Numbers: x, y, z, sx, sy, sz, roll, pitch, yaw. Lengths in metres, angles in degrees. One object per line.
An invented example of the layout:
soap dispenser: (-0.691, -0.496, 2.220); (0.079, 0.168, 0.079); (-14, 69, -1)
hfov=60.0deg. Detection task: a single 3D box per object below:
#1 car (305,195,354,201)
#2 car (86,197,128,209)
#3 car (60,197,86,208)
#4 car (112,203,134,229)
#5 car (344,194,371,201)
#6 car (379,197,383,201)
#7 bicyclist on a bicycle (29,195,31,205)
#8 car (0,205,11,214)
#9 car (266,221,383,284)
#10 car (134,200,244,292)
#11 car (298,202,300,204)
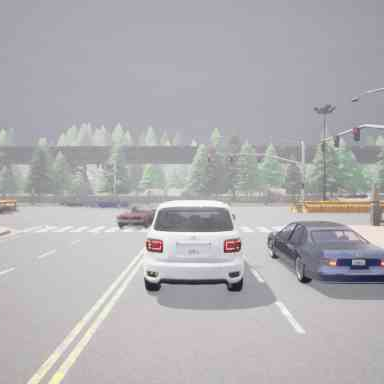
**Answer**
car: (16.647, 1.491, 40.834); (4.902, 1.511, 2.128); (0, 0, 0)
car: (-11.008, 1.477, 44.472); (5.008, 1.535, 1.882); (0, 0, 0)
car: (-16.521, 1.492, 47.999); (4.902, 1.511, 2.128); (0, 0, 0)
car: (-3.413, 1.601, 21.756); (1.895, 1.301, 4.718); (0, 0, 6)
car: (21.087, 1.221, 44.313); (5.566, 2.045, 2.150); (0, 0, 0)
car: (27.802, 1.504, 47.786); (4.892, 1.490, 1.837); (0, 0, 0)
bicyclist on a bicycle: (-27.050, 1.300, 55.834); (0.582, 1.620, 1.656); (0, 0, 0)
car: (-21.487, 1.547, 33.824); (5.357, 1.411, 2.033); (0, 0, 0)
car: (3.570, 1.547, 9.597); (2.033, 1.411, 5.357); (0, 0, 0)
car: (0.061, 1.221, 9.106); (2.150, 2.045, 5.566); (0, 0, 1)
car: (17.799, 1.477, 47.829); (5.008, 1.535, 1.882); (0, 0, 0)
